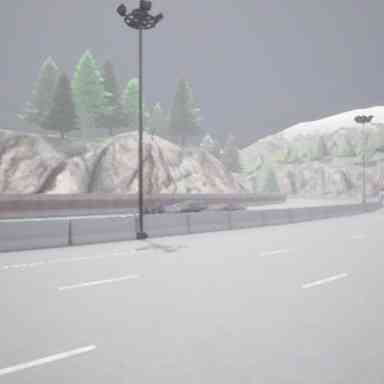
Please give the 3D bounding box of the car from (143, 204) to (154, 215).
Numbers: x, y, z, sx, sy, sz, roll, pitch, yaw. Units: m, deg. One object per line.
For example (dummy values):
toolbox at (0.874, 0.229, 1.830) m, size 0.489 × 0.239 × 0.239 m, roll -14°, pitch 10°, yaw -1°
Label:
car at (-3.702, 1.885, 37.183) m, size 4.181 × 1.385 × 1.994 m, roll 0°, pitch -1°, yaw -43°

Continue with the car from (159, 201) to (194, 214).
car at (-0.325, 1.608, 30.840) m, size 4.553 × 1.767 × 2.097 m, roll 0°, pitch -1°, yaw -42°

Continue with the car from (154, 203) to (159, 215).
car at (-0.992, 1.840, 34.914) m, size 5.357 × 1.411 × 2.033 m, roll 0°, pitch -1°, yaw -43°

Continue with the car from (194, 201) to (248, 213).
car at (2.833, 1.708, 28.952) m, size 5.008 × 1.535 × 1.882 m, roll 1°, pitch -1°, yaw -42°
